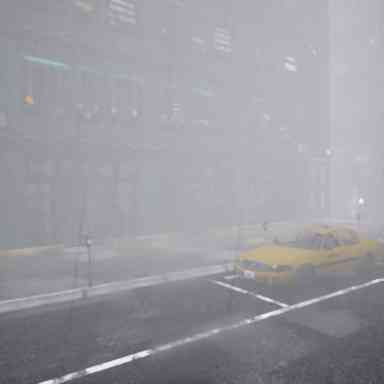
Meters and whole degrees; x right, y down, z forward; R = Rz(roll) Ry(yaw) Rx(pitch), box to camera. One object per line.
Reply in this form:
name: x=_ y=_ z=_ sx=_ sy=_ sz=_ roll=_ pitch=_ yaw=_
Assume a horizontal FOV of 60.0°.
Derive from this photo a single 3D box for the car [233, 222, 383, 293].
car: x=3.255 y=1.523 z=8.855 sx=4.829 sy=1.417 sz=1.752 roll=0 pitch=-1 yaw=-35
